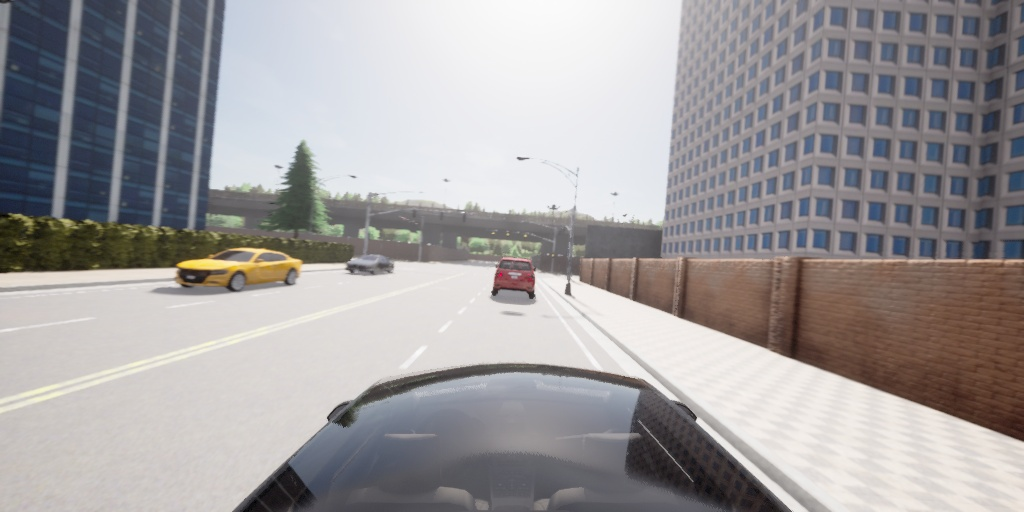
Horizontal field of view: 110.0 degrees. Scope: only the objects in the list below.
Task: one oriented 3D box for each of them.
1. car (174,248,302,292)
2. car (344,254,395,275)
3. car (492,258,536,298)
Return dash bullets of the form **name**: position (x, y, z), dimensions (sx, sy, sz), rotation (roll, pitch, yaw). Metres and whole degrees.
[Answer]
- **car**: position (-10.501, 0.435, 14.265), dimensions (1.882, 1.535, 5.008), rotation (5, 0, 1)
- **car**: position (-10.344, 0.602, 26.665), dimensions (2.033, 1.411, 5.357), rotation (5, 0, 1)
- **car**: position (0.139, 1.162, 20.274), dimensions (2.150, 2.045, 5.566), rotation (5, -1, 1)
